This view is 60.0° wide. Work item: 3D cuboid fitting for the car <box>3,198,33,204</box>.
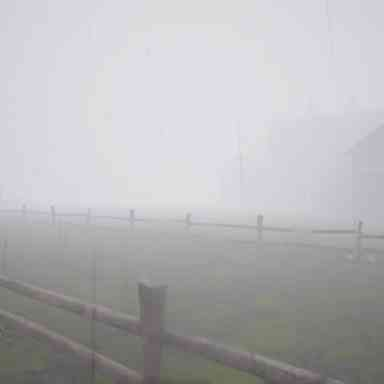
[{"bbox_3d":[-30.222,1.658,58.036,1.882,1.535,5.008,-1,-1,35],"label":"car"}]
